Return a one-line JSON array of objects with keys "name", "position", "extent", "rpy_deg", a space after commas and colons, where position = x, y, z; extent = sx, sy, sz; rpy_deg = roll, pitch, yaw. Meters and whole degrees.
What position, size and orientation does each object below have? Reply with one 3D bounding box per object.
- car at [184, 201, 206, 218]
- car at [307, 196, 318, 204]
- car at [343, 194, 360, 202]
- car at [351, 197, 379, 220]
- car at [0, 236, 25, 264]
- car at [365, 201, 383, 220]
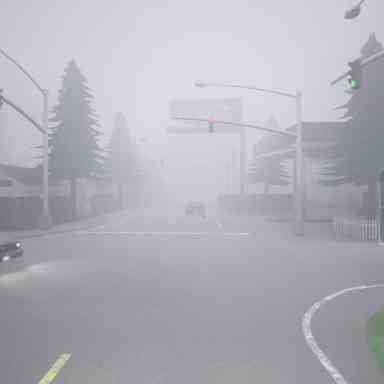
[{"name": "car", "position": [0.296, 1.596, 31.772], "extent": [1.837, 1.490, 4.892], "rpy_deg": [1, 0, 0]}, {"name": "car", "position": [22.751, 1.552, 63.919], "extent": [1.970, 1.475, 3.806], "rpy_deg": [0, 0, 0]}, {"name": "car", "position": [35.185, 1.489, 71.662], "extent": [2.007, 1.523, 4.514], "rpy_deg": [0, 0, 0]}, {"name": "car", "position": [14.464, 1.505, 24.884], "extent": [3.866, 1.878, 1.905], "rpy_deg": [0, 0, 0]}, {"name": "car", "position": [-8.049, 1.678, 10.147], "extent": [5.357, 1.411, 2.033], "rpy_deg": [-3, -1, 9]}, {"name": "car", "position": [18.813, 1.672, 30.537], "extent": [4.611, 1.667, 2.242], "rpy_deg": [0, 0, 0]}]
